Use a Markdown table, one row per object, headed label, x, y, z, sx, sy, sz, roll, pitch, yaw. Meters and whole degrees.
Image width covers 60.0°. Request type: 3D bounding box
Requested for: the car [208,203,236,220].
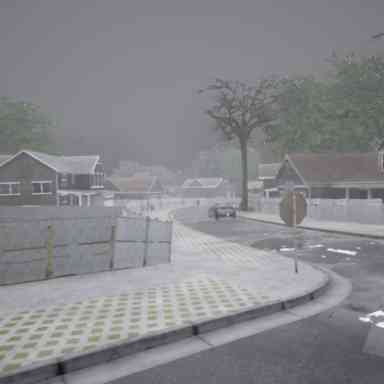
| label | x | y | z | sx | sy | sz | roll | pitch | yaw |
| --- | --- | --- | --- | --- | --- | --- | --- | --- | --- |
| car | 2.745 | 1.786 | 31.208 | 2.128 | 1.511 | 4.902 | -2 | 0 | -8 |
